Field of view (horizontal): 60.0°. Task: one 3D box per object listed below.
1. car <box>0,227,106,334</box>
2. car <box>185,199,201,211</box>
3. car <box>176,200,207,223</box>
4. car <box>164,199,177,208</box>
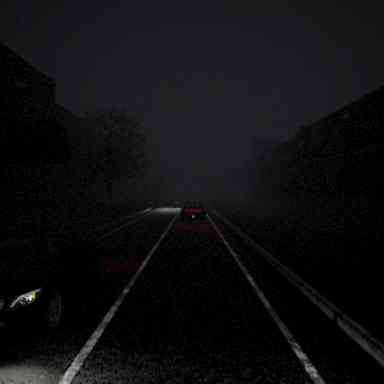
[{"bbox_3d":[-3.097,1.524,6.897,1.812,1.442,4.674,0,0,0],"label":"car"},{"bbox_3d":[0.117,1.650,43.054,1.895,1.301,4.718,0,0,0],"label":"car"},{"bbox_3d":[0.110,1.528,26.029,2.128,1.511,4.902,0,0,0],"label":"car"},{"bbox_3d":[-3.057,1.630,49.622,1.895,1.301,4.718,0,0,0],"label":"car"}]
